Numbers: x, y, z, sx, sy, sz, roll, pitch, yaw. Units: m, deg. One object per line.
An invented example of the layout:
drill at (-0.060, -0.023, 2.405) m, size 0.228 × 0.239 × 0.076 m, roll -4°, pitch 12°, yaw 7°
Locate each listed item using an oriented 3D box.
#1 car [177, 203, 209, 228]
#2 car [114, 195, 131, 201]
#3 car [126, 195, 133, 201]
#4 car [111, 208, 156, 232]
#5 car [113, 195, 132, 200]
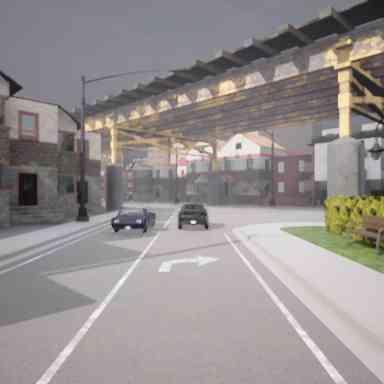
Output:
car at (0.079, 1.501, 21.921) m, size 1.837 × 1.490 × 4.892 m, roll 0°, pitch 0°, yaw 0°
car at (-17.556, 1.436, 83.986) m, size 2.038 × 1.542 × 4.974 m, roll 0°, pitch 0°, yaw 15°
car at (-16.876, 1.437, 80.317) m, size 4.974 × 1.542 × 2.038 m, roll 0°, pitch 0°, yaw -15°
car at (-3.337, 1.597, 19.906) m, size 1.895 × 1.301 × 4.718 m, roll 0°, pitch 0°, yaw 1°
car at (-16.826, 1.279, 80.330) m, size 4.536 × 1.218 × 1.853 m, roll 0°, pitch 0°, yaw -15°
